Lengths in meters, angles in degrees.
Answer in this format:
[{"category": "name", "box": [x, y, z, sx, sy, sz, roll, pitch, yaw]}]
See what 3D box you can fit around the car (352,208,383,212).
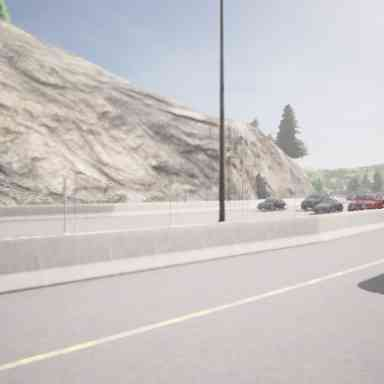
[{"category": "car", "box": [17.568, 1.254, 33.284, 2.150, 2.045, 5.566, 0, 0, 44]}]
